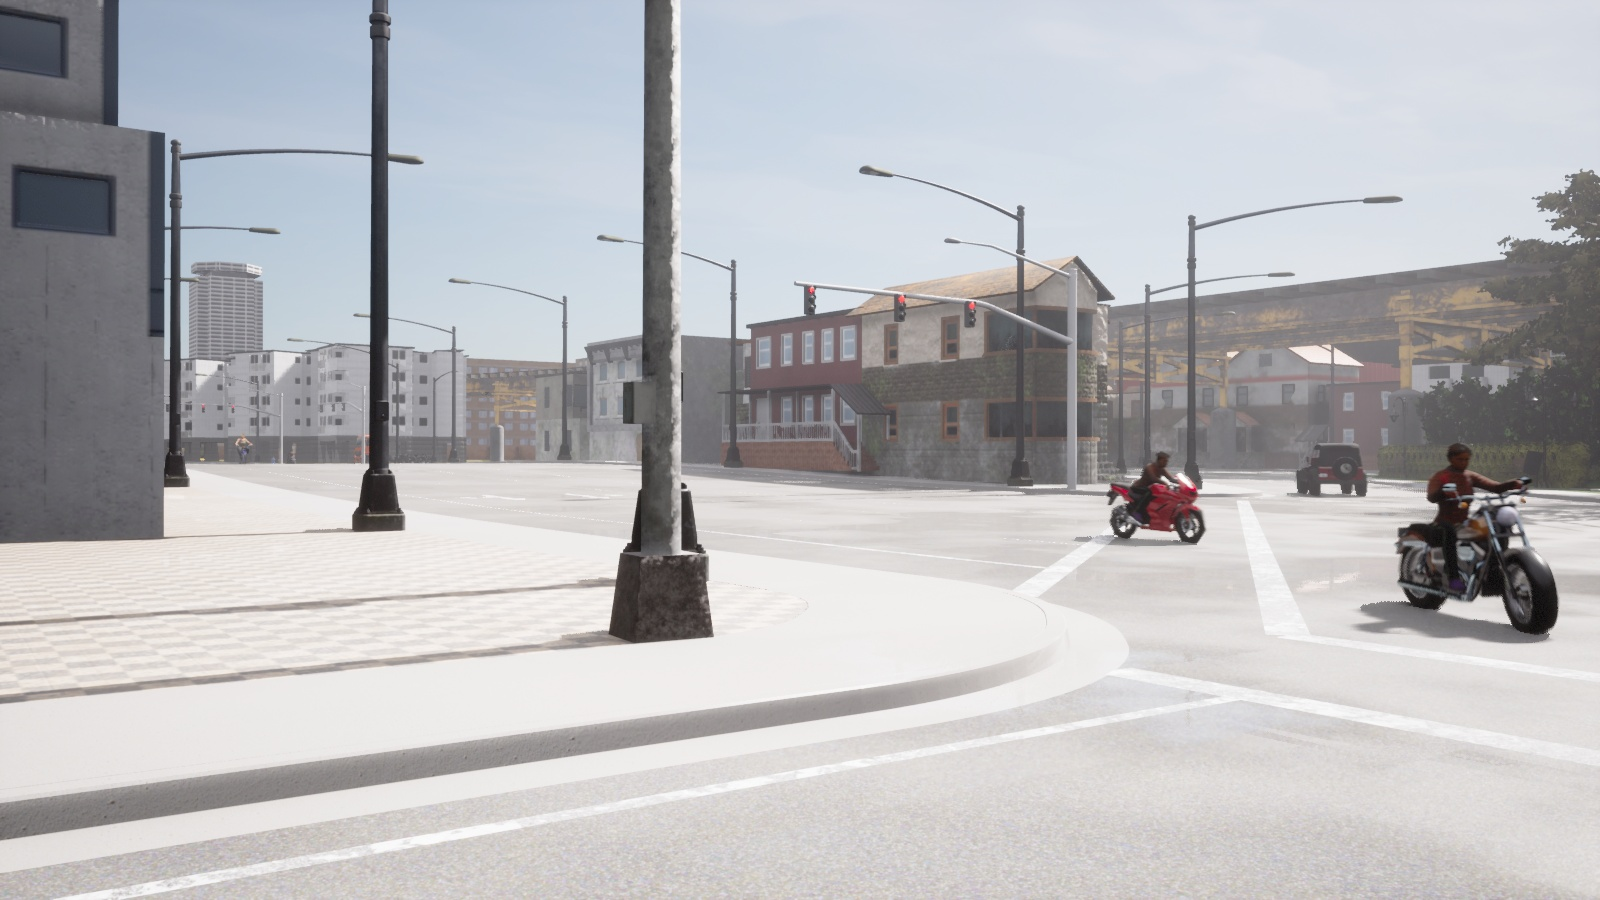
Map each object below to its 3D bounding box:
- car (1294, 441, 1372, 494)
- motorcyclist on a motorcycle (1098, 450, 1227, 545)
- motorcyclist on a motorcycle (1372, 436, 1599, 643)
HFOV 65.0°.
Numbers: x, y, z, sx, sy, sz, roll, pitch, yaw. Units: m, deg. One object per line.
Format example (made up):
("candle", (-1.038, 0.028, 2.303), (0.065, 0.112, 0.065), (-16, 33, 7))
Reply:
("car", (19.478, 0.612, 46.069), (1.905, 1.878, 3.866), (0, 0, 12))
("motorcyclist on a motorcycle", (6.097, 0.762, 21.233), (0.797, 1.523, 2.044), (0, 0, -35))
("motorcyclist on a motorcycle", (6.112, 0.716, 11.278), (0.766, 1.649, 2.350), (-1, 0, -2))
